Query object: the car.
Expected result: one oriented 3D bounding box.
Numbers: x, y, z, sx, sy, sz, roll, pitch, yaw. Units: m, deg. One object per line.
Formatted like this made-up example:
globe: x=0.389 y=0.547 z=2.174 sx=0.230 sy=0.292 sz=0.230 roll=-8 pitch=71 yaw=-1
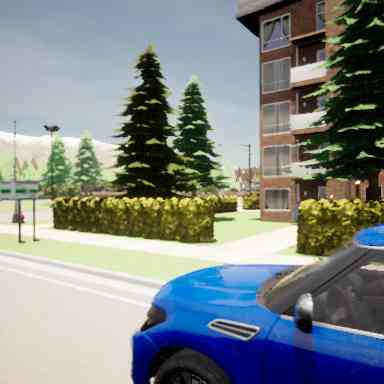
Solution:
car: x=2.036 y=1.222 z=2.538 sx=5.566 sy=2.045 sz=2.150 roll=0 pitch=0 yaw=36
